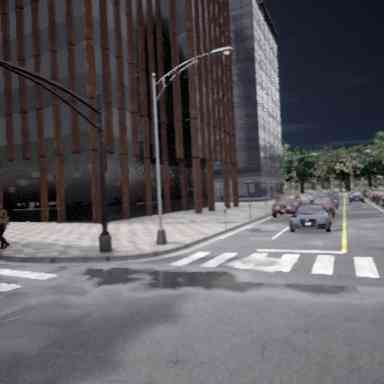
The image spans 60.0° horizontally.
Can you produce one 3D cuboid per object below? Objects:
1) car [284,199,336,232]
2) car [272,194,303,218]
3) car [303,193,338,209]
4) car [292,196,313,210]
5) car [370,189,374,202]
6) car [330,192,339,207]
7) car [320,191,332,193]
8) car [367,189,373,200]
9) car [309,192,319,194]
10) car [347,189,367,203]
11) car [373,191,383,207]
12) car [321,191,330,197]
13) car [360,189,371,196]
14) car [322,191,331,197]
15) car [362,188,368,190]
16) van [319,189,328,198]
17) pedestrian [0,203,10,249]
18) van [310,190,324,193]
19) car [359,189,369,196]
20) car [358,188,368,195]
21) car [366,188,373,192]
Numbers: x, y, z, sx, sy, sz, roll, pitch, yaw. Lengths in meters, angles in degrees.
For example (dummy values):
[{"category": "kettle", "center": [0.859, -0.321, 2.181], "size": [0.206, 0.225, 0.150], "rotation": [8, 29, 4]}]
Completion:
[{"category": "car", "center": [6.564, 1.357, 18.269], "size": [1.994, 1.385, 4.181], "rotation": [-3, 0, 25]}, {"category": "car", "center": [8.058, 1.097, 27.962], "size": [2.192, 1.841, 5.009], "rotation": [-3, 0, 25]}, {"category": "car", "center": [10.327, 1.140, 26.470], "size": [1.882, 1.535, 5.008], "rotation": [-3, 0, 25]}, {"category": "car", "center": [12.599, 1.207, 37.847], "size": [1.802, 1.307, 4.206], "rotation": [-3, 0, 25]}, {"category": "car", "center": [22.601, 0.692, 39.240], "size": [1.887, 1.381, 4.507], "rotation": [-3, 0, 25]}, {"category": "car", "center": [14.486, 1.081, 35.392], "size": [1.994, 1.385, 4.181], "rotation": [-3, 0, 25]}, {"category": "car", "center": [18.809, 0.916, 44.783], "size": [2.033, 1.411, 5.357], "rotation": [-3, 0, 25]}, {"category": "car", "center": [24.865, 0.615, 44.183], "size": [1.887, 1.381, 4.507], "rotation": [-3, 0, 25]}, {"category": "car", "center": [14.789, 1.075, 42.636], "size": [1.752, 1.417, 4.829], "rotation": [-3, 0, 25]}, {"category": "car", "center": [22.098, 0.734, 44.768], "size": [1.812, 1.442, 4.674], "rotation": [-3, 0, 25]}, {"category": "car", "center": [20.337, 0.776, 34.296], "size": [2.008, 1.369, 4.403], "rotation": [-3, 0, 25]}, {"category": "car", "center": [32.900, 0.463, 82.183], "size": [1.752, 1.417, 4.829], "rotation": [-3, 0, 25]}, {"category": "car", "center": [38.518, 0.134, 73.997], "size": [1.752, 1.417, 4.829], "rotation": [-3, 0, 25]}, {"category": "car", "center": [35.236, 0.427, 87.280], "size": [1.947, 1.339, 4.313], "rotation": [-3, 0, 25]}, {"category": "car", "center": [31.726, 0.362, 59.167], "size": [1.752, 1.417, 4.829], "rotation": [-3, 0, 25]}, {"category": "van", "center": [30.698, 0.352, 77.395], "size": [1.690, 1.788, 3.998], "rotation": [-3, 0, 25]}, {"category": "pedestrian", "center": [-7.510, 1.340, 13.213], "size": [0.375, 1.860, 0.375], "rotation": [-3, -1, 25]}, {"category": "van", "center": [19.378, 0.734, 52.679], "size": [1.690, 1.788, 3.998], "rotation": [-3, 0, 25]}, {"category": "car", "center": [40.712, 0.080, 78.786], "size": [1.887, 1.381, 4.507], "rotation": [-3, 0, 25]}, {"category": "car", "center": [42.970, -0.099, 83.730], "size": [1.967, 1.590, 4.097], "rotation": [-3, 0, 25]}, {"category": "car", "center": [27.198, 0.516, 49.281], "size": [1.752, 1.417, 4.829], "rotation": [-3, 0, 25]}]
